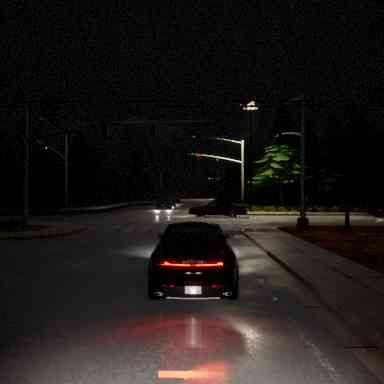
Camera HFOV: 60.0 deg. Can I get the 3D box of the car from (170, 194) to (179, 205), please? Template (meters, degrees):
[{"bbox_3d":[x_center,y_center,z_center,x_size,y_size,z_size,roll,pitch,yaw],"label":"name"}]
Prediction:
[{"bbox_3d":[-3.642,1.547,54.764,2.033,1.411,5.357,0,0,0],"label":"car"}]

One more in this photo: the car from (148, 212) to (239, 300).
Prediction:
[{"bbox_3d":[0.039,1.501,8.375,1.837,1.490,4.892,0,0,0],"label":"car"}]

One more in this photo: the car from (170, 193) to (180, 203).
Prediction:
[{"bbox_3d":[-3.507,1.221,65.395,2.150,2.045,5.566,0,0,1],"label":"car"}]

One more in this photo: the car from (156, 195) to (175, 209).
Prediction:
[{"bbox_3d":[-3.647,1.505,44.317,1.837,1.490,4.892,0,0,0],"label":"car"}]

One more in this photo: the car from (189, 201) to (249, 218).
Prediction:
[{"bbox_3d":[2.415,1.564,30.247,5.357,1.411,2.033,0,0,15],"label":"car"}]

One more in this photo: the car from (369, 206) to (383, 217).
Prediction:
[{"bbox_3d":[18.382,1.504,29.463,5.008,1.535,1.882,0,0,1],"label":"car"}]
